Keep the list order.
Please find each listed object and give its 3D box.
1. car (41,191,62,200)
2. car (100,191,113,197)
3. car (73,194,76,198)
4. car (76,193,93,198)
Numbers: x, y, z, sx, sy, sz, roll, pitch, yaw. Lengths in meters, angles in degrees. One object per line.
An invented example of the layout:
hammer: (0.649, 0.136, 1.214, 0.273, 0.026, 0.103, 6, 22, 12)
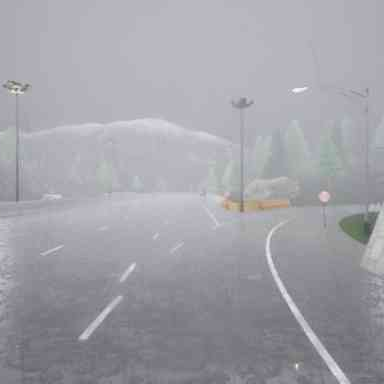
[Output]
car: (-28.036, 0.923, 66.658, 2.150, 2.045, 5.566, 0, 0, 0)
car: (-21.044, 0.854, 82.495, 2.150, 2.045, 5.566, 0, 0, 0)
car: (-28.044, 1.127, 82.522, 1.837, 1.490, 4.892, 0, 0, 0)
car: (-21.036, 1.294, 66.663, 1.895, 1.301, 4.718, 0, 0, 0)
